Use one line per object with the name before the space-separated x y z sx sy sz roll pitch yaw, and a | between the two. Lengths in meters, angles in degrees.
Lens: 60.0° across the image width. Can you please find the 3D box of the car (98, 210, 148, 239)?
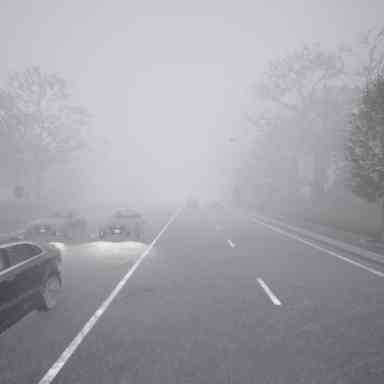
car | -3.504 1.643 17.559 1.994 1.385 4.181 0 0 0

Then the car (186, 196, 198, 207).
car | 0.002 1.601 58.571 2.097 1.767 4.553 0 0 0

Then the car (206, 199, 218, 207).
car | 3.502 1.850 58.626 1.895 1.301 4.718 0 0 0

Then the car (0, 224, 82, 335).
car | -3.591 1.514 5.016 2.128 1.511 4.902 0 0 0

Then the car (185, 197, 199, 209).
car | 0.002 1.689 48.176 1.882 1.535 5.008 0 0 0

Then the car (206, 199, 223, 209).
car | 3.502 1.738 48.588 1.812 1.442 4.674 0 0 0

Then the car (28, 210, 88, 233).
car | -7.005 1.643 17.564 1.994 1.385 4.181 0 0 0
